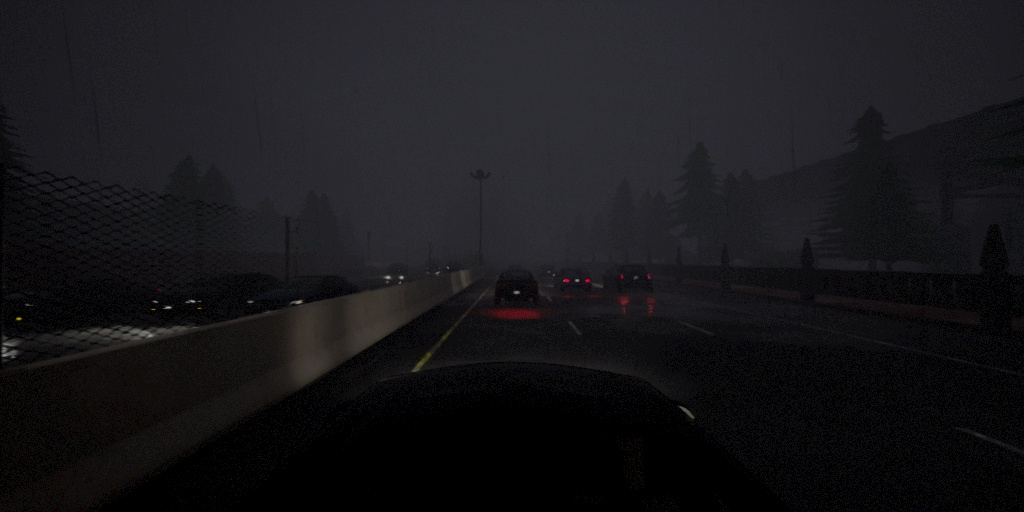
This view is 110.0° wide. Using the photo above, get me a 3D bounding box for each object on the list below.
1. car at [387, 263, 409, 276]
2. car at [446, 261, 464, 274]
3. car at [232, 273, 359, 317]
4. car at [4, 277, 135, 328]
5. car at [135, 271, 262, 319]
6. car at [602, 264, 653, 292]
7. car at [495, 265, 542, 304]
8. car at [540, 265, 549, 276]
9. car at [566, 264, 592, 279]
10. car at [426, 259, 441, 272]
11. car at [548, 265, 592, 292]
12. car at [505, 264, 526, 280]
[{"bbox_3d":[-14.217,1.600,44.836,1.882,1.535,5.008,0,-1,-5],"label":"car"},{"bbox_3d":[-7.370,1.492,46.413,2.097,1.767,4.553,0,0,-6],"label":"car"},{"bbox_3d":[-7.024,1.368,12.598,1.812,1.442,4.674,0,-1,0],"label":"car"},{"bbox_3d":[-14.031,1.393,11.667,1.994,1.385,4.181,0,-1,0],"label":"car"},{"bbox_3d":[-10.517,1.352,13.418,1.837,1.490,4.892,0,-1,0],"label":"car"},{"bbox_3d":[7.262,1.295,23.057,2.097,1.767,4.553,0,-1,0],"label":"car"},{"bbox_3d":[0.213,1.365,17.217,1.882,1.535,5.008,0,0,1],"label":"car"},{"bbox_3d":[3.753,1.648,39.157,1.994,1.385,4.181,0,0,-2],"label":"car"},{"bbox_3d":[7.245,1.650,39.156,1.994,1.385,4.181,0,0,-1],"label":"car"},{"bbox_3d":[-12.602,1.459,57.482,2.150,2.045,5.566,0,-1,-12],"label":"car"},{"bbox_3d":[3.763,1.488,23.019,2.033,1.411,5.357,0,-1,0],"label":"car"},{"bbox_3d":[0.319,1.616,37.660,2.033,1.411,5.357,0,0,-1],"label":"car"}]
